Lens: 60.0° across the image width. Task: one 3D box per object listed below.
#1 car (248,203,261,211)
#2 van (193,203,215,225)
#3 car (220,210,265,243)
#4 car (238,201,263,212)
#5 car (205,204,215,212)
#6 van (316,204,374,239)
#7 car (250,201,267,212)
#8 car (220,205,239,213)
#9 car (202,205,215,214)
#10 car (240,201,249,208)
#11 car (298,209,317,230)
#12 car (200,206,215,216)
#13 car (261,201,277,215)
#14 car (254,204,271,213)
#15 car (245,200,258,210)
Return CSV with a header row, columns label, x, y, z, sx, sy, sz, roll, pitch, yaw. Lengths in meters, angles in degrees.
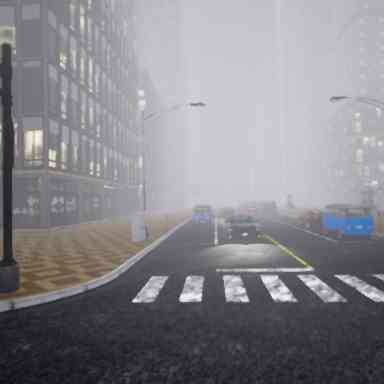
label,x,y,z,sx,sy,sz,roll,pitch,yaw
car,11.812,2.807,63.096,1.947,1.339,4.313,-1,-1,4
van,1.045,2.060,30.561,1.690,1.788,3.998,-1,-1,4
car,2.767,1.956,18.525,1.994,1.385,4.181,-1,-1,4
car,7.844,2.399,45.097,2.128,1.511,4.902,-1,-1,5
car,3.456,3.030,63.696,1.802,1.307,4.206,-1,-1,4
van,8.712,1.606,18.909,1.690,1.788,3.998,-1,-1,4
car,11.405,2.435,57.578,2.192,1.841,5.009,-1,-1,4
car,4.518,2.516,42.200,1.895,1.301,4.718,-1,-1,4
car,2.653,2.756,52.649,2.008,1.369,4.403,-1,-1,4
car,12.821,3.133,81.628,1.882,1.535,5.008,-1,-1,4
car,9.027,1.934,24.433,1.887,1.381,4.507,-1,-1,4
car,2.252,2.650,47.126,1.947,1.339,4.313,-1,-1,4
car,10.603,2.192,46.530,2.192,1.841,5.009,-1,-1,4
car,11.009,2.544,52.048,1.887,1.381,4.507,-1,-1,4
car,12.208,2.678,68.625,2.192,1.841,5.009,-1,-1,4
